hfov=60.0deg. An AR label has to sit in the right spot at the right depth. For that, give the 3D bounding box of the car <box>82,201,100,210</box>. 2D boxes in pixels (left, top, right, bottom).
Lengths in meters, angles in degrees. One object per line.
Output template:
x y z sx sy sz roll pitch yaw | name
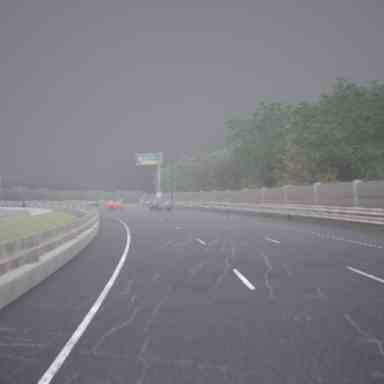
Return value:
-17.225 2.246 56.545 1.882 1.535 5.008 0 -1 -34 | car

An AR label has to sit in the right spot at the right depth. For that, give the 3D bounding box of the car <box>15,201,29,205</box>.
-41.981 2.822 82.456 4.181 1.385 1.994 -1 -1 34 | car

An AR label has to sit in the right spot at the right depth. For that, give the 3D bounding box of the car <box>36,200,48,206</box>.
-38.361 2.755 84.122 4.892 1.490 1.837 -1 -1 37 | car

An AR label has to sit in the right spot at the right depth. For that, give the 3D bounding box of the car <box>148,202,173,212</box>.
-4.655 2.120 48.891 2.033 1.411 5.357 0 -1 -29 | car

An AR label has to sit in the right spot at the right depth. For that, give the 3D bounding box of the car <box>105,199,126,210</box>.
-13.365 2.090 56.982 2.097 1.767 4.553 0 -1 -32 | car
